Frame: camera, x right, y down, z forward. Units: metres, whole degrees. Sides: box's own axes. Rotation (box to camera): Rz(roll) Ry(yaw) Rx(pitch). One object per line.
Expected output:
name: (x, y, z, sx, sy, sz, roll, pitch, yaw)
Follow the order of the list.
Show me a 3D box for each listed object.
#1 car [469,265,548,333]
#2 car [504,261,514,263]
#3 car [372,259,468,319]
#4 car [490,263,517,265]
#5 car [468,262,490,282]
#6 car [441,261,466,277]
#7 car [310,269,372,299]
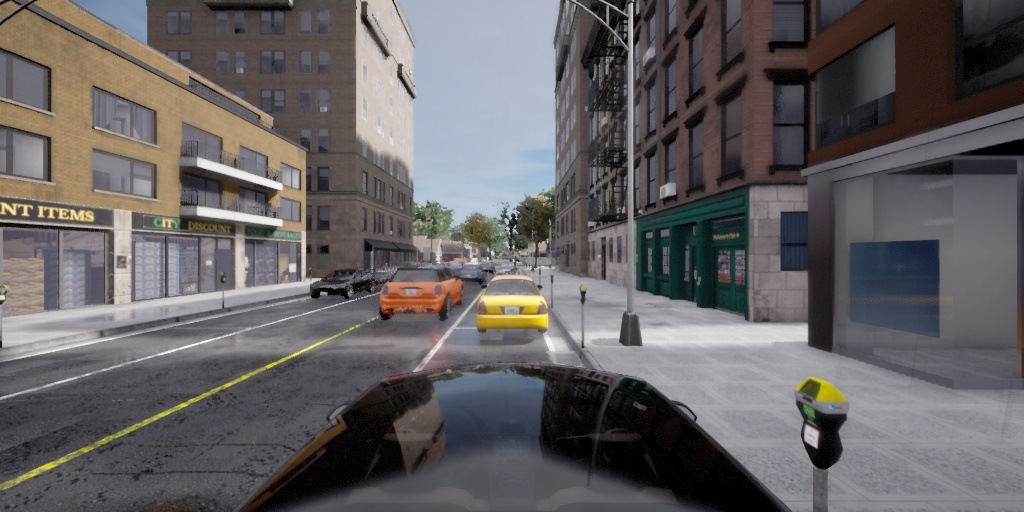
car: (0.005, 1.207, 10.690, 1.801, 1.575, 5.366, 0, 0, 0)
car: (-0.383, 1.281, 29.411, 1.751, 1.417, 4.829, 0, 0, 0)
car: (-3.021, 1.103, 12.880, 2.097, 1.767, 4.553, 0, 0, 0)
car: (-0.383, 1.334, 23.722, 1.802, 1.307, 4.207, 0, 0, 0)
car: (-2.944, 1.317, 26.502, 1.994, 1.385, 4.181, 0, 0, 0)
car: (-5.860, 1.286, 36.511, 1.812, 1.442, 4.674, 0, 0, 0)
car: (-8.408, 1.316, 18.201, 1.948, 1.339, 4.313, 0, 0, 0)
